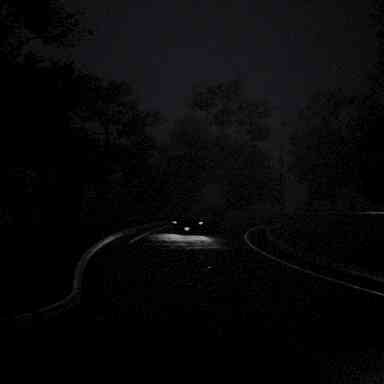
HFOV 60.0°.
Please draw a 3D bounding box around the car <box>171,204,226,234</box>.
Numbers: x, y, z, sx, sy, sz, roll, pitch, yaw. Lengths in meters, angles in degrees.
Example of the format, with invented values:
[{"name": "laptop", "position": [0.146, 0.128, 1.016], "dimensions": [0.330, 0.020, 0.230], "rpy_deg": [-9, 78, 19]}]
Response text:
[{"name": "car", "position": [0.587, 1.423, 18.959], "dimensions": [2.033, 1.411, 5.357], "rpy_deg": [0, 0, 19]}]
